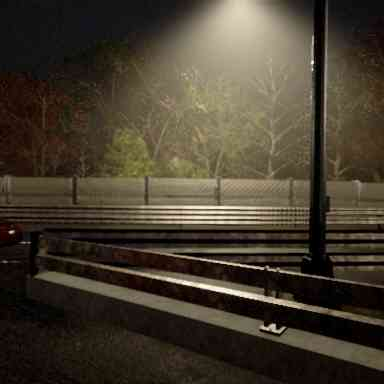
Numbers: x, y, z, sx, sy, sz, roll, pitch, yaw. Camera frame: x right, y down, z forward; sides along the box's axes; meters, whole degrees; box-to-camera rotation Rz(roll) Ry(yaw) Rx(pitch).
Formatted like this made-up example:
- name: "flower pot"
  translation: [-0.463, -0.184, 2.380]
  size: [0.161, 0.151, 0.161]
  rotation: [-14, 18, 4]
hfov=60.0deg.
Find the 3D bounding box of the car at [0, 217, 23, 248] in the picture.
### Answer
- name: "car"
  translation: [-8.423, 1.375, 11.928]
  size: [4.181, 1.385, 1.994]
  rotation: [1, 0, 2]
